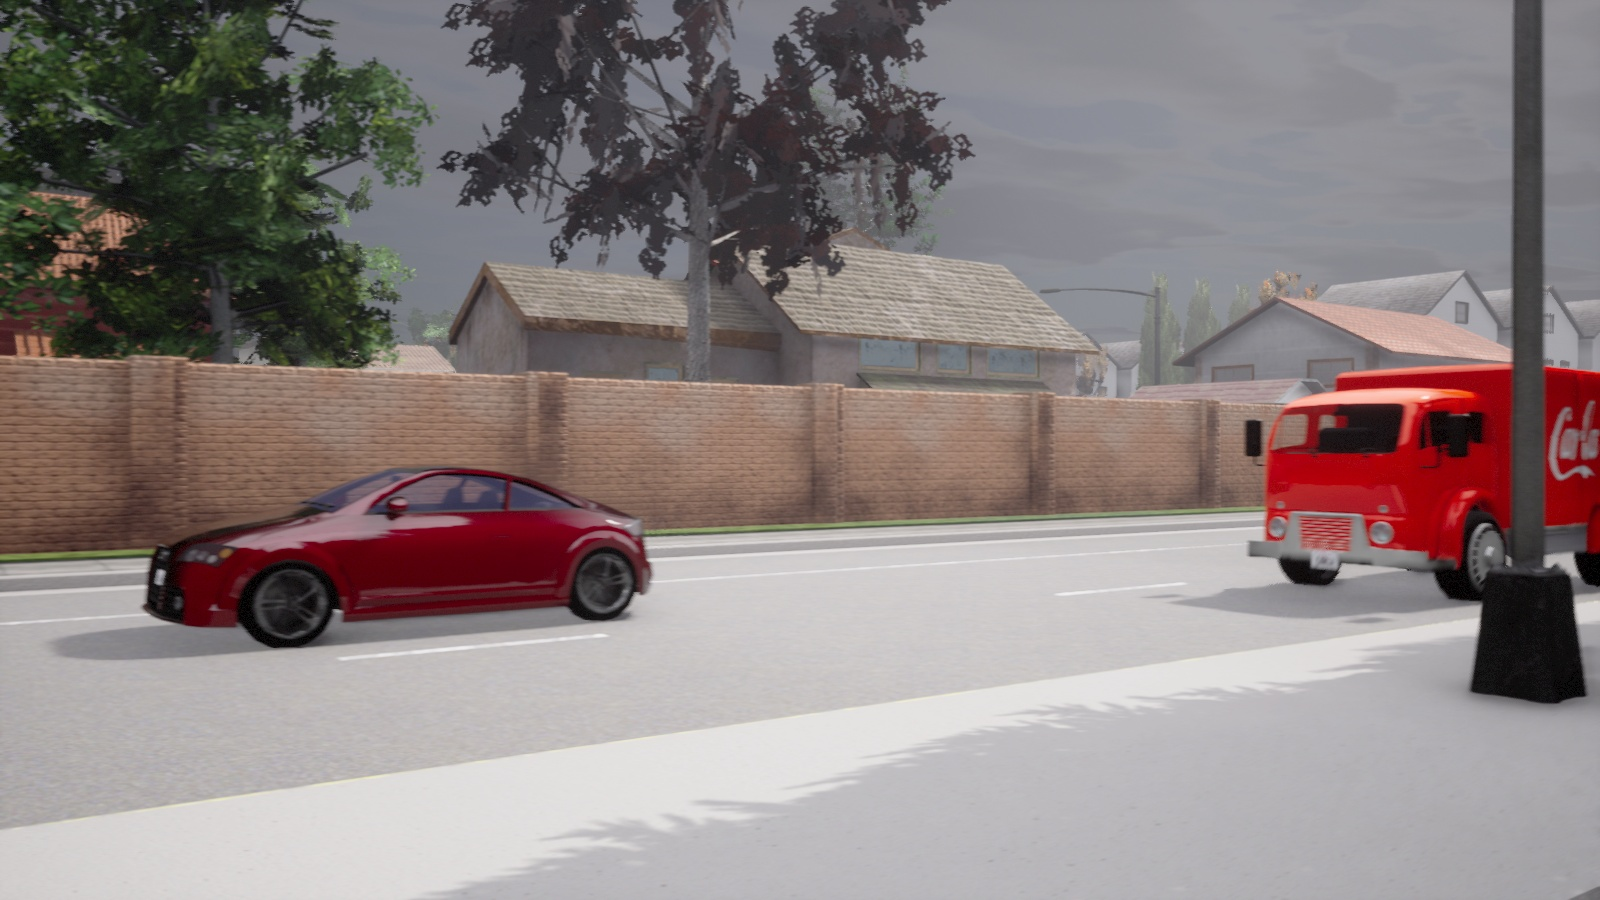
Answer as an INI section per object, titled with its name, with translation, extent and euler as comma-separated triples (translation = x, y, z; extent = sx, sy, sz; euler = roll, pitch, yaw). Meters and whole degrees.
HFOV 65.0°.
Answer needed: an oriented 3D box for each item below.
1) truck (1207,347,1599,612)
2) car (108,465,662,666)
[truck]
translation = 7.388, 0.278, 14.286
extent = 5.204, 2.467, 2.627
euler = 0, 0, -35
[car]
translation = -3.535, 0.843, 10.946
extent = 4.181, 1.385, 1.994
euler = 0, 0, -35
